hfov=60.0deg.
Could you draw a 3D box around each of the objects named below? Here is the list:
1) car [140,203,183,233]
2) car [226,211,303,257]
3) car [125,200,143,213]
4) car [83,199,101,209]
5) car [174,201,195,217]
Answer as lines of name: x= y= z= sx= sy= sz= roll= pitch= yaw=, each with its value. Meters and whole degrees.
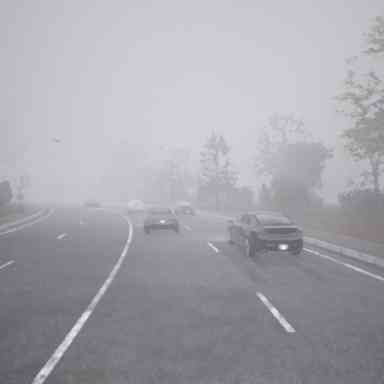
car: x=-1.940 y=1.589 z=20.089 sx=1.994 sy=1.385 sz=4.181 roll=0 pitch=0 yaw=-10
car: x=2.643 y=1.510 z=13.002 sx=1.837 sy=1.490 sz=4.892 roll=0 pitch=0 yaw=-6
car: x=-6.357 y=1.578 z=37.133 sx=1.812 sy=1.442 sz=4.674 roll=0 pitch=0 yaw=-19
car: x=-14.367 y=1.641 z=47.712 sx=1.994 sy=1.385 sz=4.181 roll=0 pitch=0 yaw=-25
car: x=-1.017 y=1.562 z=31.706 sx=1.812 sy=1.442 sz=4.674 roll=0 pitch=0 yaw=-15
